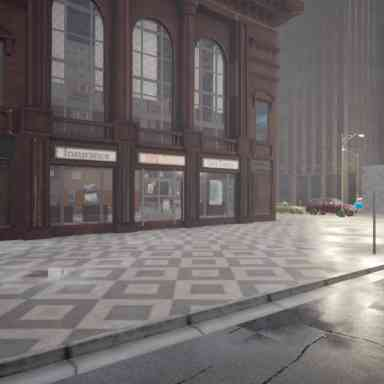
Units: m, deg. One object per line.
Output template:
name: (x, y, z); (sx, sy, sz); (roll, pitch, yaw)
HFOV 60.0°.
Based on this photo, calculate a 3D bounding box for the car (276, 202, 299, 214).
car: (10.777, 1.801, 38.044); (1.752, 1.417, 4.829); (0, 0, -35)

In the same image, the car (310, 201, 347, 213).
car: (17.637, 1.901, 43.110); (1.802, 1.307, 4.206); (-1, 0, -35)

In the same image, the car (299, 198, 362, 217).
car: (13.923, 1.524, 33.591); (2.192, 1.841, 5.009); (0, 0, -35)
